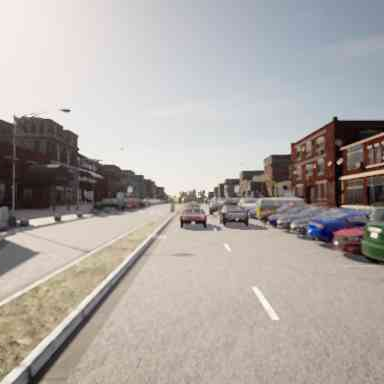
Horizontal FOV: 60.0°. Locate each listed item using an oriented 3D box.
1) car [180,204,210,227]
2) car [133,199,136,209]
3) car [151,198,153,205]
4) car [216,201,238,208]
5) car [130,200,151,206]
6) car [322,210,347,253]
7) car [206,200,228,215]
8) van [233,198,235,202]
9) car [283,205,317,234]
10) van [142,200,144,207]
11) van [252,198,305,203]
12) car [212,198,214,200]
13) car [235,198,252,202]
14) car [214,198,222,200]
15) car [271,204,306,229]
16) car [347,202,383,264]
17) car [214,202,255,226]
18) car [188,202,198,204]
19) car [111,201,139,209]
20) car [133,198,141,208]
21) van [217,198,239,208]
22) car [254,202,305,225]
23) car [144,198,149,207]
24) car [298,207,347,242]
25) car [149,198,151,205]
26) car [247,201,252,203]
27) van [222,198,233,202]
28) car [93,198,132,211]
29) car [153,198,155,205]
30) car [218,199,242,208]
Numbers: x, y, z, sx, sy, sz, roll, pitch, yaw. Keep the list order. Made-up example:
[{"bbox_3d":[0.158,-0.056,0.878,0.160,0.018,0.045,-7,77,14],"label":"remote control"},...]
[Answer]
[{"bbox_3d":[0.091,1.828,24.628,1.895,1.301,4.718,0,-1,0],"label":"car"},{"bbox_3d":[-12.888,2.408,58.783,4.792,1.488,2.163,0,-1,0],"label":"car"},{"bbox_3d":[-12.846,2.730,80.889,5.008,1.535,2.097,0,-1,0],"label":"car"},{"bbox_3d":[7.635,2.654,72.524,4.674,1.452,2.002,0,-1,0],"label":"car"},{"bbox_3d":[-12.876,2.797,83.669,4.792,1.488,2.163,0,-1,0],"label":"car"},{"bbox_3d":[7.644,1.554,11.874,5.008,1.535,2.097,0,-1,0],"label":"car"},{"bbox_3d":[3.083,2.060,41.890,1.837,1.490,4.892,0,-1,0],"label":"car"},{"bbox_3d":[7.522,1.756,39.438,4.442,1.987,1.878,0,-1,0],"label":"van"},{"bbox_3d":[7.645,1.612,17.386,4.892,1.521,2.231,0,-1,0],"label":"car"},{"bbox_3d":[-12.991,2.342,69.777,4.442,1.987,1.878,0,-1,0],"label":"van"},{"bbox_3d":[7.754,1.539,28.291,4.442,1.987,1.878,0,-1,0],"label":"van"},{"bbox_3d":[7.823,2.693,78.040,5.366,1.575,1.946,0,-1,0],"label":"car"},{"bbox_3d":[7.610,1.616,33.928,5.566,2.045,2.435,0,-1,0],"label":"car"},{"bbox_3d":[7.610,2.226,64.254,5.566,2.045,2.435,0,-1,0],"label":"car"},{"bbox_3d":[7.646,1.646,20.142,4.892,1.521,2.231,0,-1,0],"label":"car"},{"bbox_3d":[7.668,1.280,9.120,5.566,2.045,2.435,0,0,0],"label":"car"},{"bbox_3d":[3.092,1.727,25.227,2.128,1.511,4.902,0,-1,0],"label":"car"},{"bbox_3d":[0.105,2.060,41.899,1.837,1.490,4.892,0,-1,0],"label":"car"},{"bbox_3d":[-12.885,2.479,64.337,4.892,1.521,2.231,0,-1,0],"label":"car"},{"bbox_3d":[-12.932,2.175,61.441,5.566,2.045,2.435,0,-1,0],"label":"car"},{"bbox_3d":[7.521,2.344,69.769,4.442,1.987,1.878,0,-1,0],"label":"van"},{"bbox_3d":[7.645,1.723,25.653,5.008,1.535,2.097,0,-1,0],"label":"car"},{"bbox_3d":[-12.837,2.361,72.676,5.566,2.045,2.435,0,-1,0],"label":"car"},{"bbox_3d":[7.634,1.580,14.630,5.008,1.535,2.097,0,-1,0],"label":"car"},{"bbox_3d":[-12.677,2.652,75.455,5.366,1.575,1.946,0,-1,0],"label":"car"},{"bbox_3d":[7.642,1.856,31.163,4.674,1.452,2.002,0,-1,0],"label":"car"},{"bbox_3d":[7.755,2.101,55.979,4.442,1.987,1.878,0,-1,0],"label":"van"},{"bbox_3d":[-12.971,2.018,53.107,5.566,2.045,2.435,0,-1,0],"label":"car"},{"bbox_3d":[-12.847,2.805,86.448,4.892,1.521,2.231,0,-1,0],"label":"car"},{"bbox_3d":[7.669,2.399,67.010,4.553,1.767,2.185,0,-1,0],"label":"car"}]
